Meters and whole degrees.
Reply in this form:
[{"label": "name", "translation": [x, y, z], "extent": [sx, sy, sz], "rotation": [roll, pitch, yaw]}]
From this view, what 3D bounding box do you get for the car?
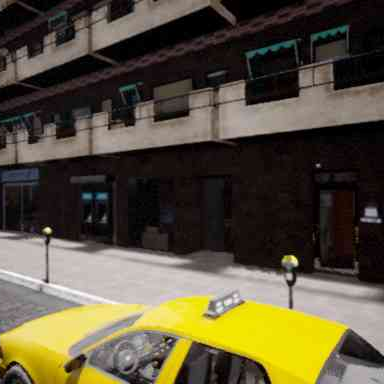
[{"label": "car", "translation": [0.039, 1.521, 2.859], "extent": [4.829, 1.417, 1.752], "rotation": [0, -1, 36]}]
